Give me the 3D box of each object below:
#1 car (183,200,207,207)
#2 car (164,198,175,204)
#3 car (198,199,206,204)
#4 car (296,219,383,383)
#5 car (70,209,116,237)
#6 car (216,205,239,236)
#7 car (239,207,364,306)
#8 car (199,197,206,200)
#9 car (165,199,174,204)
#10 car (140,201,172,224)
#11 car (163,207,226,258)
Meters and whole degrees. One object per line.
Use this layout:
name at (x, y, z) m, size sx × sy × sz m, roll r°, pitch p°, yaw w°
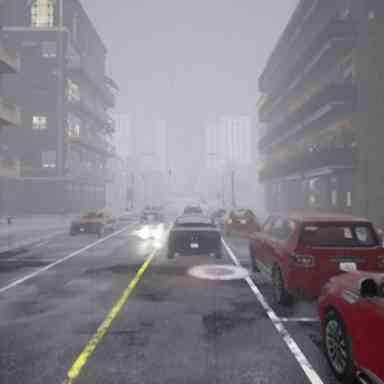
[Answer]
car at (0.102, 1.806, 32.652) m, size 2.128 × 1.511 × 4.902 m, roll 0°, pitch -1°, yaw 0°
car at (-5.763, 2.363, 80.020) m, size 1.887 × 1.381 × 4.507 m, roll 0°, pitch -1°, yaw 0°
car at (2.706, 2.510, 91.065) m, size 1.947 × 1.339 × 4.313 m, roll 0°, pitch -1°, yaw 0°
car at (2.694, 1.339, 2.470) m, size 2.192 × 1.841 × 5.009 m, roll 0°, pitch -1°, yaw 0°
car at (-5.684, 1.728, 19.463) m, size 1.887 × 1.381 × 4.507 m, roll 0°, pitch -1°, yaw 0°
car at (2.696, 1.623, 19.462) m, size 1.967 × 1.590 × 4.097 m, roll 0°, pitch -1°, yaw 0°
car at (2.695, 1.391, 8.136) m, size 2.192 × 1.841 × 5.009 m, roll 0°, pitch -1°, yaw 0°
car at (2.706, 2.196, 85.543) m, size 2.192 × 1.841 × 5.009 m, roll 0°, pitch -1°, yaw 0°
car at (-5.675, 2.447, 85.541) m, size 1.947 × 1.339 × 4.313 m, roll 0°, pitch -1°, yaw 0°
car at (-3.093, 1.752, 27.310) m, size 2.128 × 1.511 × 4.902 m, roll 0°, pitch -1°, yaw 0°
car at (0.091, 1.601, 13.275) m, size 1.882 × 1.535 × 5.008 m, roll 0°, pitch 0°, yaw 0°
